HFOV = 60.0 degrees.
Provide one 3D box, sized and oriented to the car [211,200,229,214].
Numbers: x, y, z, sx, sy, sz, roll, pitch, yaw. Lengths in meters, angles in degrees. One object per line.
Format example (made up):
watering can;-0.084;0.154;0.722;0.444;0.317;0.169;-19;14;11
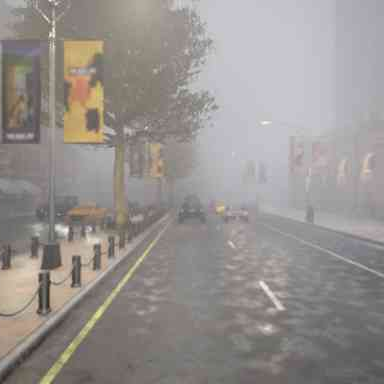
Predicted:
car;3.506;1.668;37.981;1.882;1.535;5.008;0;0;0

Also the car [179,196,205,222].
car;0.005;1.492;27.761;2.097;1.767;4.553;0;0;0

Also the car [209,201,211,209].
car;3.513;1.809;48.784;1.994;1.385;4.181;0;0;0

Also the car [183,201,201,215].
car;0.006;1.755;38.051;1.994;1.385;4.181;0;0;0

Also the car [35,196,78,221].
car;-11.584;1.368;29.243;2.150;2.045;5.566;0;0;0

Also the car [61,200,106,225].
car;-8.090;1.607;25.851;1.882;1.535;5.008;0;0;0

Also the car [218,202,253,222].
car;3.505;1.740;27.735;1.895;1.301;4.718;0;0;0

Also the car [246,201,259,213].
car;6.756;1.799;40.634;1.895;1.301;4.718;0;0;0

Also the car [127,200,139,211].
car;-7.993;1.614;42.509;1.895;1.301;4.718;0;0;0
